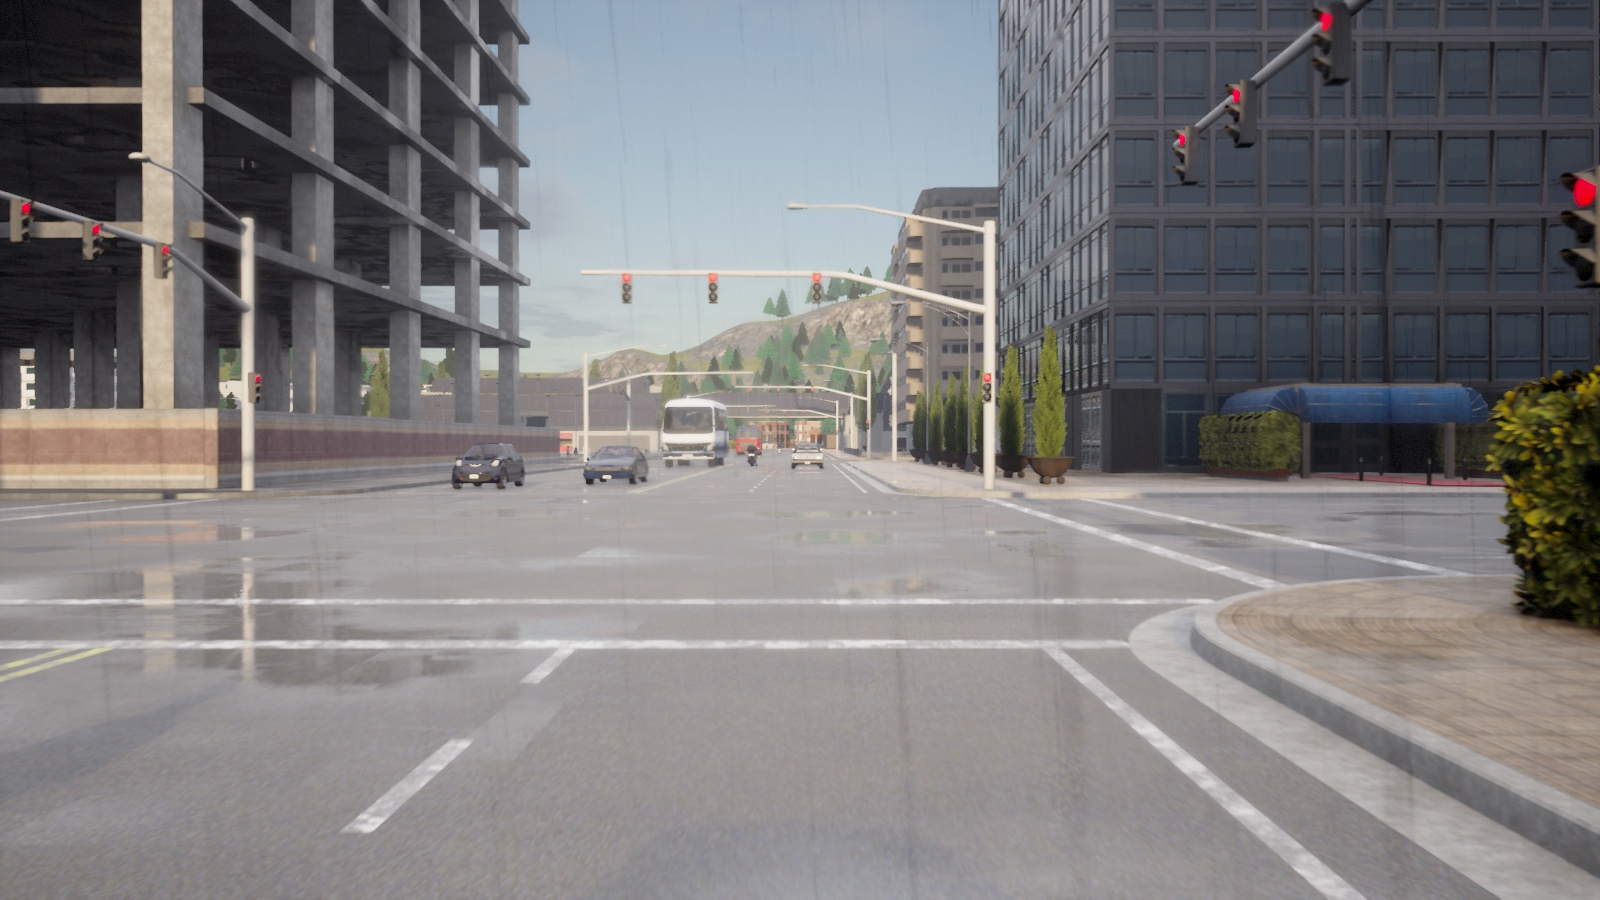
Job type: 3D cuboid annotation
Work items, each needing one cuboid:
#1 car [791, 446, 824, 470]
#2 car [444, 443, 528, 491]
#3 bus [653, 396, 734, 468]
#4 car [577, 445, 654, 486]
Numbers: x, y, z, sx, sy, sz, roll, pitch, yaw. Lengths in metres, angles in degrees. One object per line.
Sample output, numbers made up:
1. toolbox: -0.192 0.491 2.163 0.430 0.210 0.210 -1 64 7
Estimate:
1. car: 0.429 0.437 72.798 1.895 1.301 4.718 0 0 0
2. car: -10.250 0.520 41.262 1.845 1.501 3.633 0 0 0
3. bus: -6.604 -1.084 79.590 3.944 4.253 10.273 0 0 2
4. car: -6.721 0.527 46.408 2.033 1.411 5.357 0 0 0
